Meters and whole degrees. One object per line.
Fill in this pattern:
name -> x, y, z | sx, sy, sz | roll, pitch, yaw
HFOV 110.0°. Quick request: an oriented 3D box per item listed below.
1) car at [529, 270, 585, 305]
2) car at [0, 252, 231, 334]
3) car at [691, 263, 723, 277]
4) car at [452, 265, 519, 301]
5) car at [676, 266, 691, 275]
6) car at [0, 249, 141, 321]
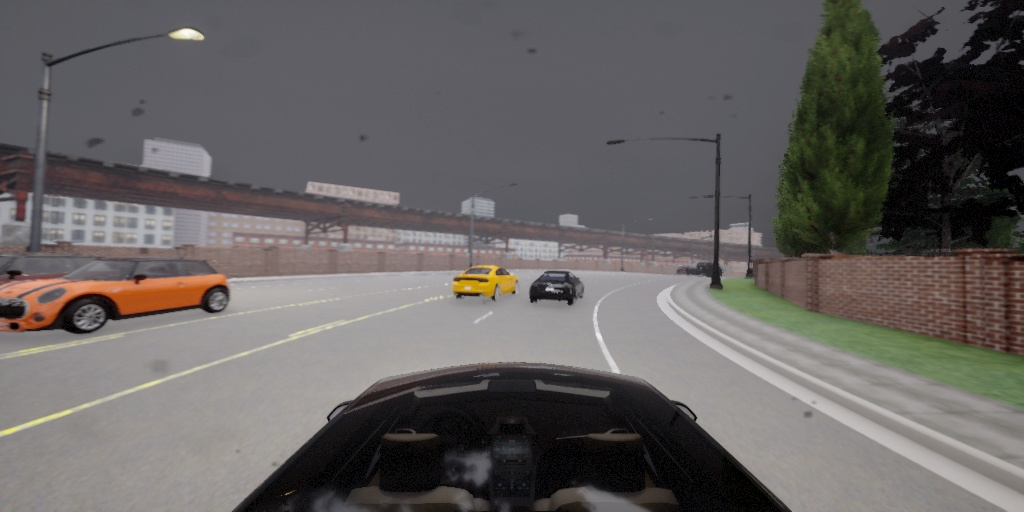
car -> 2.202, 1.369, 16.817 | 1.994, 1.385, 4.181 | 1, 0, 18
car -> -10.108, 0.806, 9.420 | 2.097, 1.767, 4.553 | 2, 0, 7
car -> 30.623, 2.118, 55.613 | 5.566, 2.045, 2.150 | 4, -3, -37
car -> -1.101, 1.201, 17.271 | 1.882, 1.535, 5.008 | 0, 0, 17
car -> 28.519, 2.384, 57.968 | 4.902, 1.511, 2.128 | 4, -3, -38
car -> -13.596, 0.702, 9.696 | 2.097, 1.767, 4.553 | 2, 0, 7
